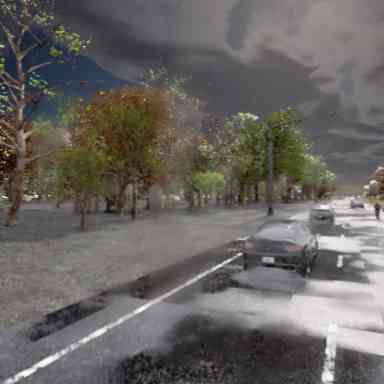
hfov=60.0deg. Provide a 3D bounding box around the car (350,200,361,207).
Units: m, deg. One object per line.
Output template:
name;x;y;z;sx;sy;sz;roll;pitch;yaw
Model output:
car;32.616;2.255;66.509;1.895;1.301;4.718;-1;-1;25

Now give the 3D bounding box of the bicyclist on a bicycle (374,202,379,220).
bicyclist on a bicycle;16.668;1.739;29.931;0.582;1.620;1.656;-1;-1;25

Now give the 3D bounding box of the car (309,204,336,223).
car;11.116;1.785;28.352;2.128;1.511;4.902;-1;-1;25

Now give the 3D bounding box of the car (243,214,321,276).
car;2.986;1.645;10.863;1.812;1.442;4.674;-1;-1;25

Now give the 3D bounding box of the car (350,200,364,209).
car;28.029;2.120;56.404;1.994;1.385;4.181;-1;-1;25

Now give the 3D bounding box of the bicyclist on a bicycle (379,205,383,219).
bicyclist on a bicycle;12.953;1.577;21.945;0.659;1.776;1.843;-1;-1;25
